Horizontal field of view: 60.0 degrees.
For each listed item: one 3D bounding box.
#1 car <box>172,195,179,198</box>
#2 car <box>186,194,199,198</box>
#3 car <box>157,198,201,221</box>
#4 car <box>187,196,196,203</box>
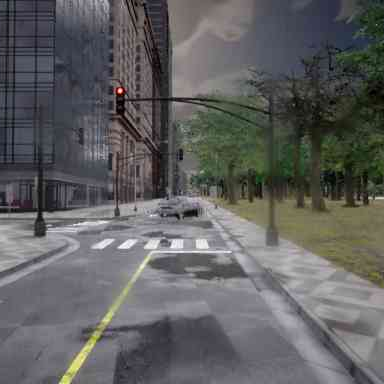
[{"bbox_3d":[-3.113,1.621,49.506,1.837,1.490,4.892,0,0,0],"label":"car"},{"bbox_3d":[0.080,1.378,59.724,2.150,2.045,5.566,0,0,0],"label":"car"},{"bbox_3d":[-0.934,1.557,28.156,2.128,1.511,4.902,1,1,30],"label":"car"},{"bbox_3d":[-0.025,1.770,79.388,2.128,1.511,4.902,0,0,0],"label":"car"}]
